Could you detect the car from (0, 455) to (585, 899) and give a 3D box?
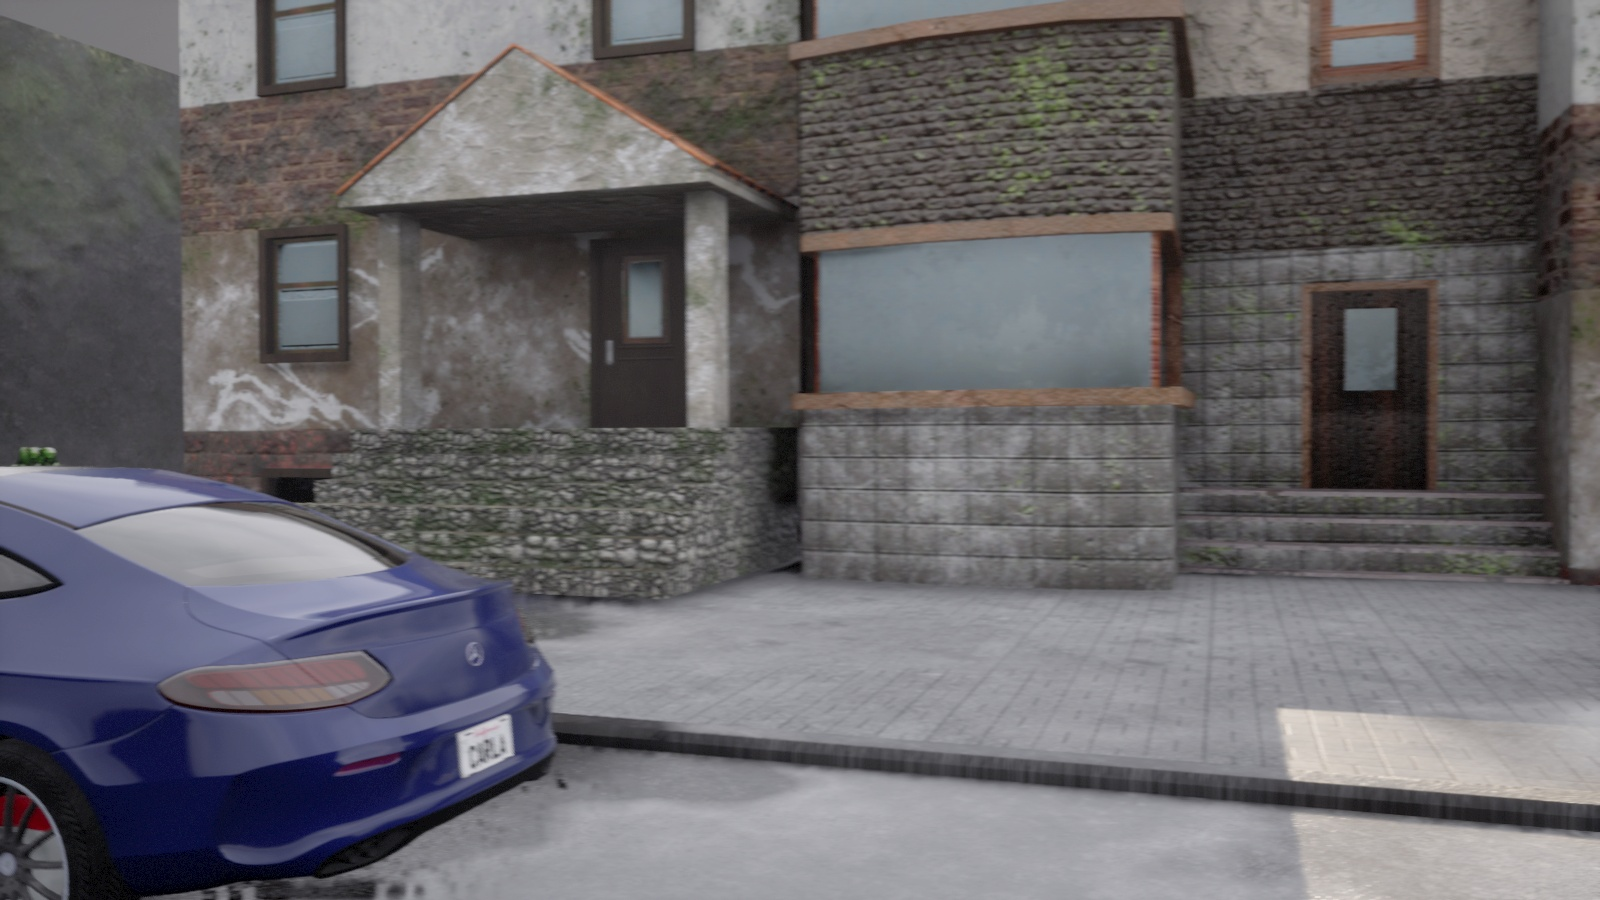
[{"bbox_3d":[-3.356,0.762,4.850,4.674,1.442,1.812,1,1,19],"label":"car"}]
